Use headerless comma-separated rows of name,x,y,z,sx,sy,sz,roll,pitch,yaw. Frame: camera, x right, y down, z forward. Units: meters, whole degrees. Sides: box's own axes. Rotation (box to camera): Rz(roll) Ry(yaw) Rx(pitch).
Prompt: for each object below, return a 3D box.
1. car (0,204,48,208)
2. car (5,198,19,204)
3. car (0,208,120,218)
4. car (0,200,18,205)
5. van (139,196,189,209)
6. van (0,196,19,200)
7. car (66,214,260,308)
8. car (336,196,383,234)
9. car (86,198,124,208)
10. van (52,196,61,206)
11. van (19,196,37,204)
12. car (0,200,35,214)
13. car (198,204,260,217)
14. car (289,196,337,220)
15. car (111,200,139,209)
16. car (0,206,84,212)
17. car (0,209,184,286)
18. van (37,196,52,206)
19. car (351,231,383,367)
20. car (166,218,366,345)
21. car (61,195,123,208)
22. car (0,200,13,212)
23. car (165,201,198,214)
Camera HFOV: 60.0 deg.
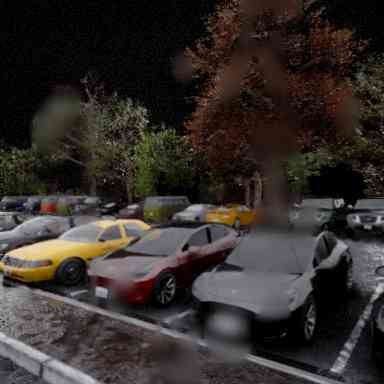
car,-9.471,1.559,14.757,1.946,1.575,5.366,0,0,36
car,-17.376,1.668,36.768,2.097,1.535,5.008,-1,-1,36
car,-4.848,1.539,11.675,2.231,1.521,4.892,0,0,36
car,-11.636,1.448,16.502,2.185,1.767,4.553,0,0,36
van,-1.677,1.331,25.635,1.878,1.987,4.442,0,0,36
van,-19.701,1.499,38.286,1.878,1.987,4.442,-1,-1,36
car,-0.358,1.543,8.409,2.163,1.488,4.792,0,0,36
car,9.593,1.244,17.367,2.435,2.045,5.566,0,0,36
car,-6.146,1.580,28.693,2.097,1.535,5.008,0,0,36
van,-10.678,1.379,32.097,1.878,1.987,4.442,0,0,36
van,-15.321,1.404,35.143,1.878,1.987,4.442,-1,0,36
car,-21.985,1.778,39.842,1.946,1.575,5.366,-1,-1,36
car,2.855,1.532,22.232,2.097,1.535,5.008,0,0,36
car,7.343,1.256,18.983,2.435,2.045,5.566,0,0,36
car,-3.893,1.608,27.080,2.002,1.452,4.674,0,0,36
car,-7.111,1.551,13.284,2.231,1.521,4.892,0,0,36
car,-2.705,1.522,9.901,1.946,1.575,5.366,0,0,36
van,-12.827,1.391,33.639,1.878,1.987,4.442,0,0,36
car,4.152,1.519,5.171,2.163,1.488,4.792,0,0,36
car,1.897,1.531,6.790,2.163,1.488,4.792,0,0,36
car,-8.512,1.342,30.364,2.435,2.045,5.566,0,0,36
car,-26.381,1.896,43.218,2.231,1.521,4.892,-1,-1,36
car,0.509,1.585,23.927,2.002,1.452,4.674,0,0,36
